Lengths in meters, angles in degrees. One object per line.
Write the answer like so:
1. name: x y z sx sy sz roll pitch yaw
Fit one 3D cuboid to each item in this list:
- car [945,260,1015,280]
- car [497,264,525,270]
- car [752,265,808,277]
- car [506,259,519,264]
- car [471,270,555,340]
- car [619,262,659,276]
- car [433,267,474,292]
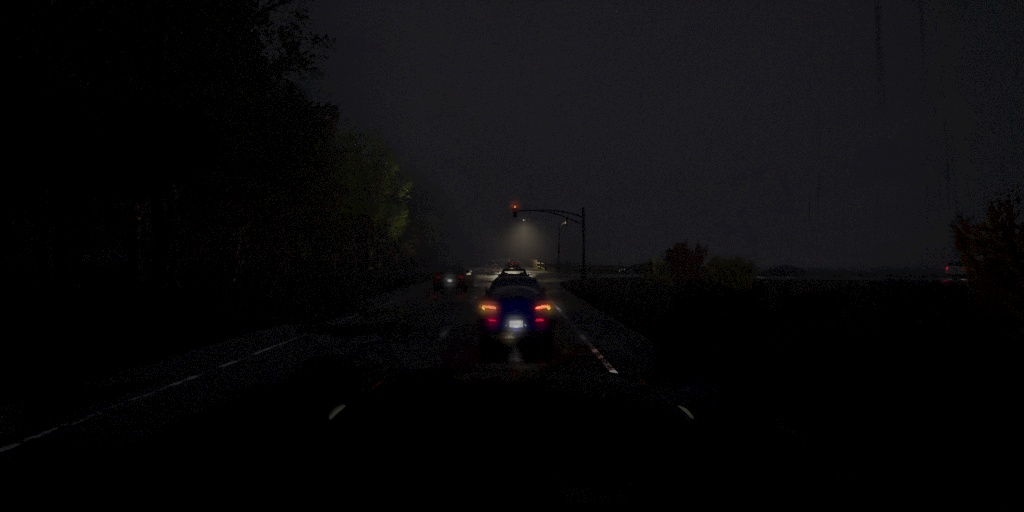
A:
1. car: 48.549 1.498 37.192 5.566 2.045 2.150 1 -1 0
2. car: 0.099 1.318 18.661 1.994 1.385 4.181 0 0 0
3. car: 30.481 1.687 40.868 5.357 1.411 2.033 1 -1 0
4. car: 0.145 1.259 55.292 1.837 1.490 4.892 -1 0 -3
5. car: 0.100 1.278 9.906 1.812 1.442 4.674 0 0 0
6. car: 14.804 1.476 41.079 4.892 1.490 1.837 1 -1 2
7. car: -3.401 1.318 21.580 1.994 1.385 4.181 0 0 0
